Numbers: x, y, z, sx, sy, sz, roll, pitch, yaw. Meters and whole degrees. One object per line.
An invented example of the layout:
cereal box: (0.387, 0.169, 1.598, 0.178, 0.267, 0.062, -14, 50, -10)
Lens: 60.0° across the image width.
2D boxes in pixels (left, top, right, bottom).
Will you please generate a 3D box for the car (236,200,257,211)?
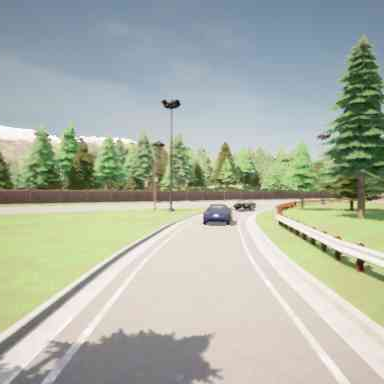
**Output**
car: (6.754, 1.626, 41.415, 1.895, 1.301, 4.718, 0, 0, 22)

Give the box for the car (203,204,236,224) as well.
car: (1.969, 1.573, 24.586, 1.994, 1.385, 4.181, 0, 0, 9)
